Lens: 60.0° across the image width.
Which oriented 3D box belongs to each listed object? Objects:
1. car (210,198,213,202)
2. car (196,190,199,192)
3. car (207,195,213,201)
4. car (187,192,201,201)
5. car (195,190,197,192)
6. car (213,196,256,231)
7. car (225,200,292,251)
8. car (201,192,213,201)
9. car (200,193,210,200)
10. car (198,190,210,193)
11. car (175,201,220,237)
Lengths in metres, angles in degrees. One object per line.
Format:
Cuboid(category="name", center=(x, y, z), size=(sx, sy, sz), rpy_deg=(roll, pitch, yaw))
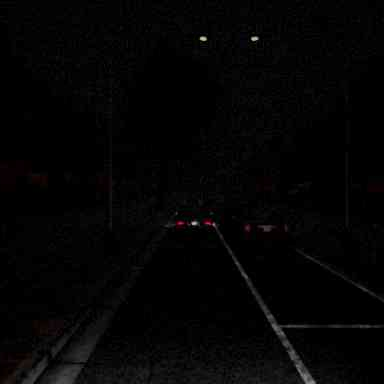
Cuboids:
Cuboid(category="car", center=(2.651, 1.366, 24.727), size=(1.947, 1.339, 4.313), rpy_deg=(1, 1, 0))
Cuboid(category="car", center=(2.668, 0.615, 74.593), size=(2.192, 1.841, 5.009), rpy_deg=(1, 1, 0))
Cuboid(category="car", center=(2.654, 1.274, 30.438), size=(1.752, 1.417, 4.829), rpy_deg=(1, 1, 0))
Cuboid(category="car", center=(0.111, 1.137, 52.126), size=(1.895, 1.301, 4.718), rpy_deg=(0, 1, 0))
Cuboid(category="car", center=(2.672, 0.438, 91.215), size=(2.192, 1.841, 5.009), rpy_deg=(1, 1, 0))
Cuboid(category="car", center=(2.653, 1.164, 19.184), size=(2.192, 1.841, 5.009), rpy_deg=(1, 0, 0))
Cuboid(category="car", center=(2.650, 1.336, 13.644), size=(1.967, 1.590, 4.097), rpy_deg=(1, 0, 0))
Cuboid(category="car", center=(2.658, 1.141, 46.892), size=(2.008, 1.369, 4.403), rpy_deg=(1, 1, 0))
Cuboid(category="car", center=(2.663, 0.924, 69.055), size=(1.947, 1.339, 4.313), rpy_deg=(1, 1, 0))
Cuboid(category="car", center=(2.664, 0.790, 57.971), size=(2.192, 1.841, 5.009), rpy_deg=(1, 1, 0))
Cuboid(category="car", center=(0.103, 1.414, 17.092), size=(2.033, 1.411, 5.357), rpy_deg=(0, 0, 0))
